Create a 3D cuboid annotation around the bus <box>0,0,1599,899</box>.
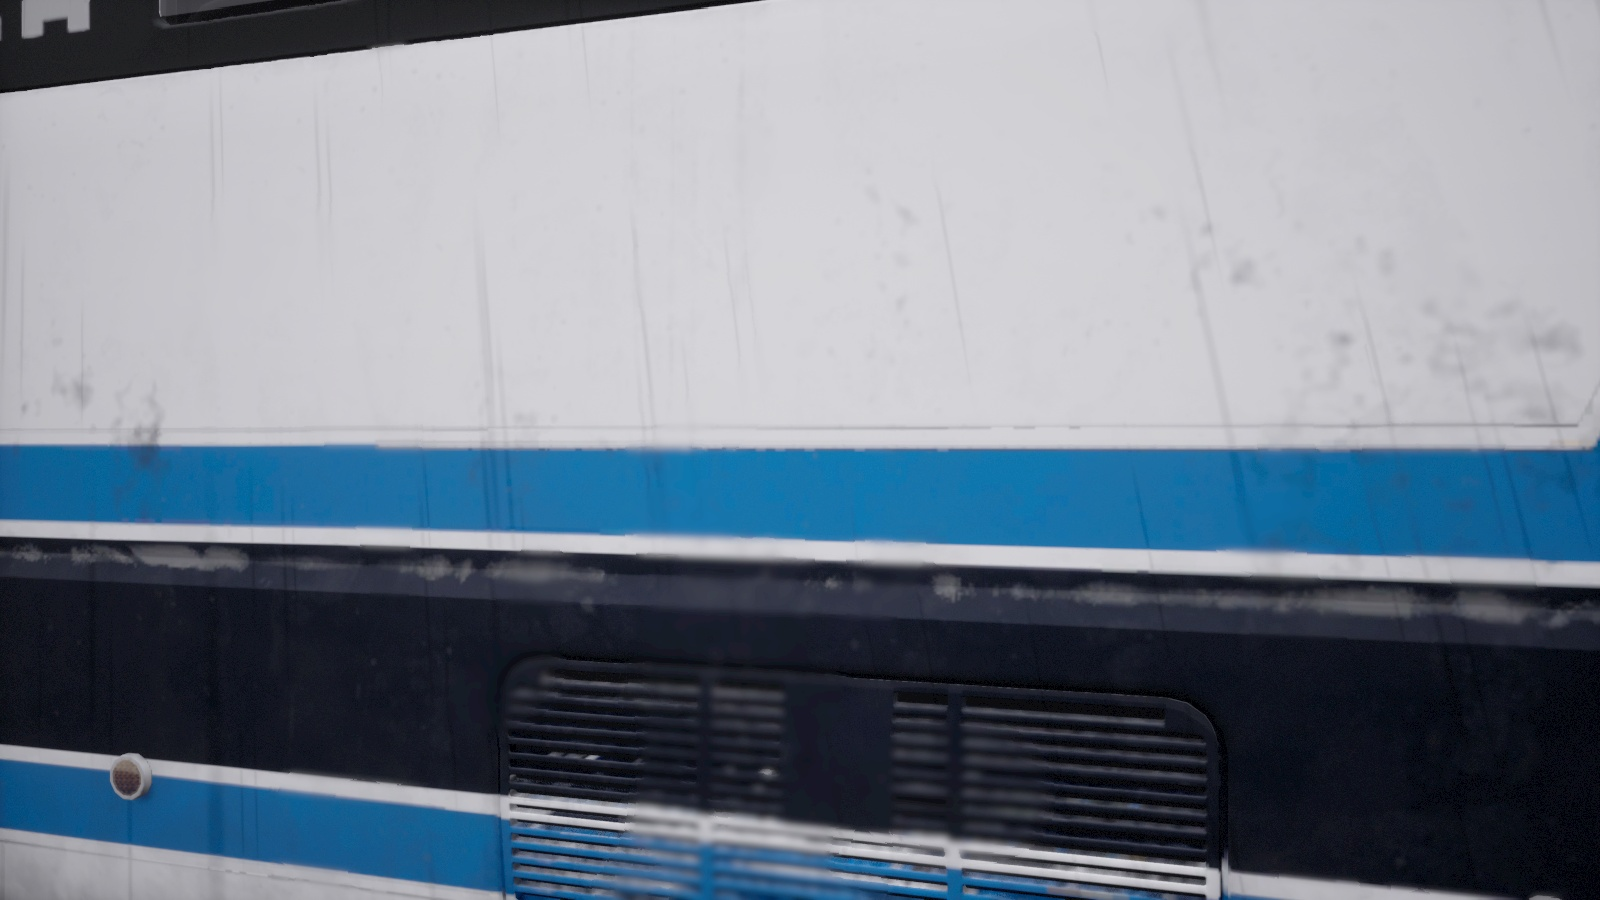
[{"bbox_3d":[-0.127,-0.610,3.748,10.273,4.253,3.944,1,1,19],"label":"bus"}]
